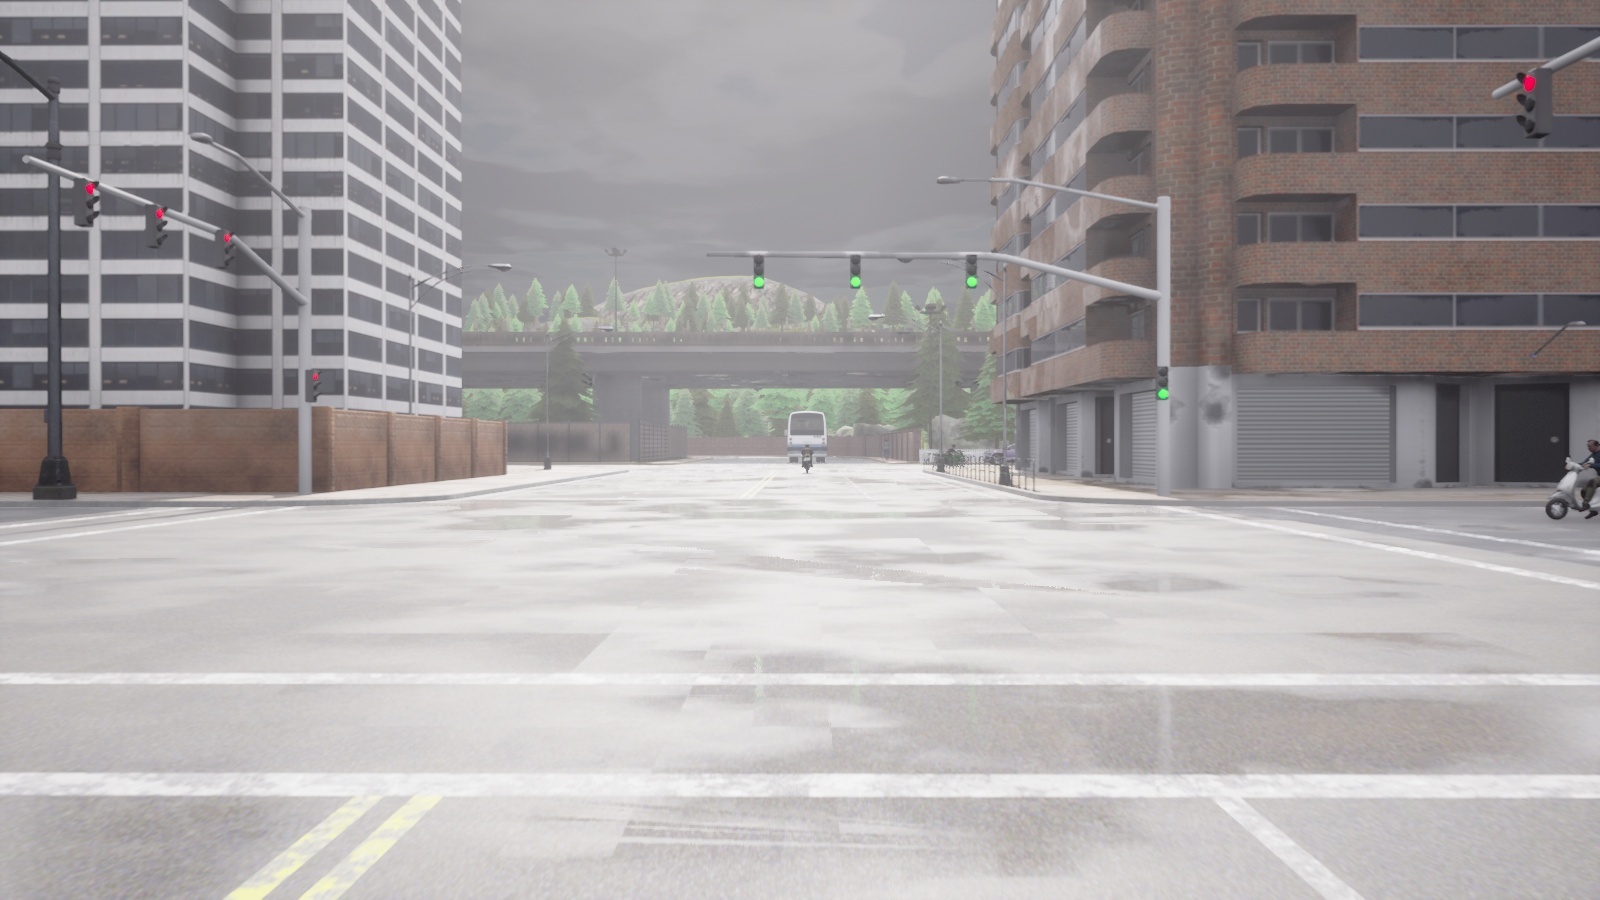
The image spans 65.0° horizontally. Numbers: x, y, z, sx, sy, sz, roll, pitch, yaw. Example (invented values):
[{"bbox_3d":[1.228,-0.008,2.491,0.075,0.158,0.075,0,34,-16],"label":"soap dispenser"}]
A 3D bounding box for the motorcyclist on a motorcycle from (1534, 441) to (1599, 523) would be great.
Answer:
[{"bbox_3d":[15.574,0.612,24.635,1.817,1.590,0.866,0,0,1],"label":"motorcyclist on a motorcycle"}]

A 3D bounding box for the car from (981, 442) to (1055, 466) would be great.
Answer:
[{"bbox_3d":[15.293,0.271,88.286,4.856,1.649,2.033,0,0,1],"label":"car"}]

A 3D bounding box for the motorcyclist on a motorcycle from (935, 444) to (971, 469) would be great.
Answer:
[{"bbox_3d":[9.466,0.395,77.540,2.044,1.523,0.797,-1,3,-17],"label":"motorcyclist on a motorcycle"}]
